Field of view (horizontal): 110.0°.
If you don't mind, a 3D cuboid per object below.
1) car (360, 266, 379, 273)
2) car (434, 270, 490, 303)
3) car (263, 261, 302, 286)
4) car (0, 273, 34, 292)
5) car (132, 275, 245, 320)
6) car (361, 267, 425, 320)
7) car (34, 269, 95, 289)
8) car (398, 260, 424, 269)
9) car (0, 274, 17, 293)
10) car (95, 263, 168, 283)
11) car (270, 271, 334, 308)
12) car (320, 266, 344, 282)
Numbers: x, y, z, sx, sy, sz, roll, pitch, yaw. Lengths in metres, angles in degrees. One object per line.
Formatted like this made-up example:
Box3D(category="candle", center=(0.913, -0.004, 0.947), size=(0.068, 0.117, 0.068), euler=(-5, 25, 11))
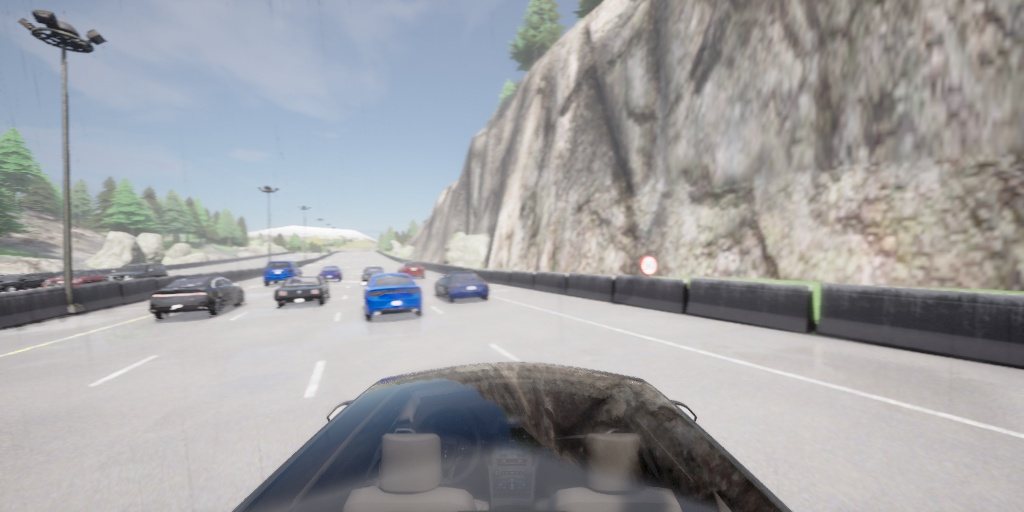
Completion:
Box3D(category="car", center=(-11.291, 1.563, 29.317), size=(2.033, 1.411, 5.357), euler=(-1, 0, -23))
Box3D(category="car", center=(-2.583, 1.415, 17.854), size=(1.994, 1.385, 4.181), euler=(-1, 0, -23))
Box3D(category="car", center=(-19.452, 1.410, 30.611), size=(2.150, 2.045, 5.566), euler=(-1, 1, -23))
Box3D(category="car", center=(-36.940, 2.079, 26.539), size=(1.882, 1.535, 5.008), euler=(-1, 1, -23))
Box3D(category="car", center=(-12.669, 1.594, 14.743), size=(2.128, 1.511, 4.902), euler=(-1, 0, -23))
Box3D(category="car", center=(-4.673, 1.383, 13.801), size=(1.882, 1.535, 5.008), euler=(-1, 0, -23))
Box3D(category="car", center=(-33.780, 1.873, 28.043), size=(2.097, 1.767, 4.553), euler=(-1, 1, -23))
Box3D(category="car", center=(-9.840, 1.297, 34.832), size=(2.097, 1.767, 4.553), euler=(-1, 0, -23))
Box3D(category="car", center=(-41.074, 2.209, 27.306), size=(1.812, 1.442, 4.674), euler=(-1, 1, -23))
Box3D(category="car", center=(-30.510, 1.661, 29.283), size=(2.150, 2.045, 5.566), euler=(-1, 1, -23))
Box3D(category="car", center=(-10.012, 1.633, 17.450), size=(1.895, 1.301, 4.718), euler=(-1, 0, -23))
Box3D(category="car", center=(-16.884, 1.635, 33.524), size=(1.812, 1.442, 4.674), euler=(-1, 1, -23))
